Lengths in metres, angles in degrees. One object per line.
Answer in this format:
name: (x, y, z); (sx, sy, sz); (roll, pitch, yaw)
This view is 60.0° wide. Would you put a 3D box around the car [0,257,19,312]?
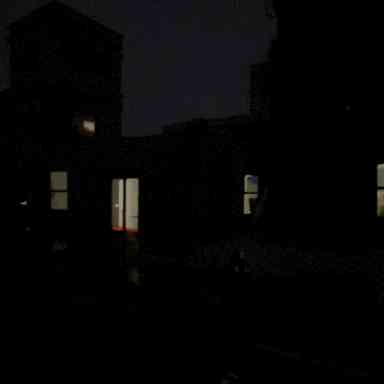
car: (-5.068, 1.583, 6.470); (4.313, 1.339, 1.947); (0, 1, 35)
